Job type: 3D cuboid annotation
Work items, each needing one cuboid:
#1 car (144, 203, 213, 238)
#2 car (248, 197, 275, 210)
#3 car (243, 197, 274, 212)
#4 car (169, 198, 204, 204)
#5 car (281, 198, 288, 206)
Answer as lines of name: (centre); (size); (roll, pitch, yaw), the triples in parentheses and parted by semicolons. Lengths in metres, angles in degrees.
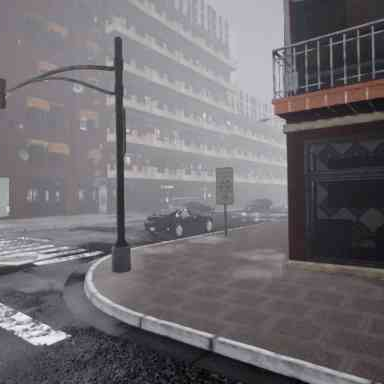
car: (-0.521, 1.441, 16.816); (2.008, 1.369, 4.403); (-1, -1, 36)
car: (9.280, 1.442, 44.050); (1.967, 1.590, 4.097); (-1, -1, 36)
car: (7.443, 1.461, 37.221); (1.837, 1.490, 4.892); (-2, 1, 36)
car: (-0.483, 1.467, 26.177); (1.882, 1.535, 5.008); (-2, -1, 36)
car: (15.667, 1.506, 52.970); (1.752, 1.417, 4.829); (-1, -1, 36)
